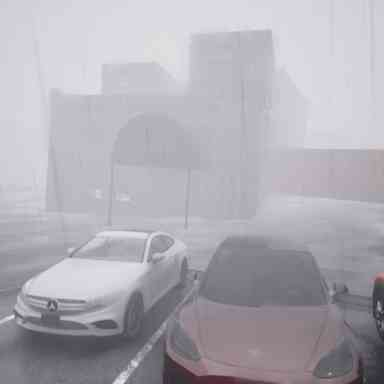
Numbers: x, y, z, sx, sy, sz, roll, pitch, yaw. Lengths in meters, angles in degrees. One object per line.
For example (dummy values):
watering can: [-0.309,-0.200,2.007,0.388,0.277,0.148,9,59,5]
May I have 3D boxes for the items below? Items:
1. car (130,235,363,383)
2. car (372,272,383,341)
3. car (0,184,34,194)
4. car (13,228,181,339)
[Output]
car: [1.088,1.498,5.094,2.163,1.488,4.792,1,-1,14]
car: [3.528,1.348,3.444,2.185,1.767,4.553,0,-1,14]
car: [-23.912,-0.472,45.048,1.895,1.301,4.718,5,4,19]
car: [-1.352,1.503,6.773,2.002,1.452,4.674,1,-1,14]
